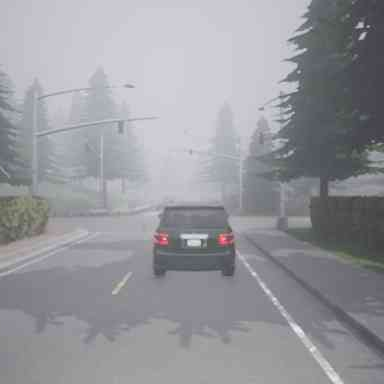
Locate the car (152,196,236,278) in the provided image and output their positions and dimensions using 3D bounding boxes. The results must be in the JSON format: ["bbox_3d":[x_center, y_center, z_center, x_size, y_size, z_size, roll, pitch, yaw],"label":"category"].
[{"bbox_3d":[0.064,1.286,10.516,2.150,2.045,5.566,0,0,0],"label":"car"}]

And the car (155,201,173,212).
[{"bbox_3d":[-3.634,1.851,43.627,1.895,1.301,4.718,0,0,0],"label":"car"}]

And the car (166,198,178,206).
[{"bbox_3d":[-3.932,1.872,63.965,1.837,1.490,4.892,0,0,-8],"label":"car"}]

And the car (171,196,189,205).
[{"bbox_3d":[-2.644,1.769,72.190,2.097,1.767,4.553,0,0,-31],"label":"car"}]
